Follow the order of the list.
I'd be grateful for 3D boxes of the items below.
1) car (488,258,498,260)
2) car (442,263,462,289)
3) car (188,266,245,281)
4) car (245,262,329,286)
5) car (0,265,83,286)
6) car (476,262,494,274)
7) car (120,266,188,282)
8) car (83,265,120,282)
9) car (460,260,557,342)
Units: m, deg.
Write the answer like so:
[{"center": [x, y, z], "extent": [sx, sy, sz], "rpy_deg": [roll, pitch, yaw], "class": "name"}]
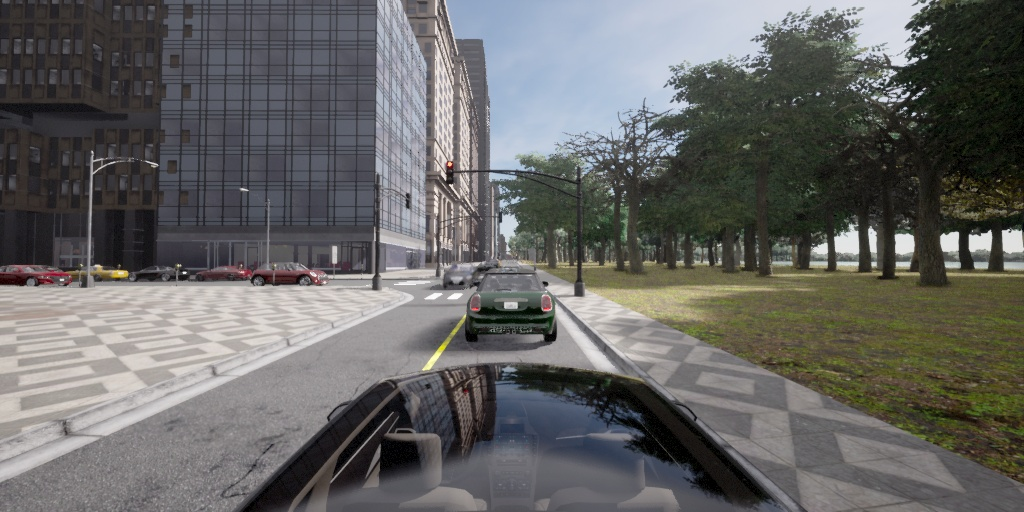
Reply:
[{"center": [-3.276, 1.253, 59.125], "extent": [2.097, 1.767, 4.553], "rpy_deg": [0, 0, 0], "class": "car"}, {"center": [-3.161, 1.215, 22.760], "extent": [2.128, 1.511, 4.902], "rpy_deg": [0, 0, 0], "class": "car"}, {"center": [-24.589, 1.494, 30.663], "extent": [4.207, 1.307, 1.802], "rpy_deg": [0, 0, 0], "class": "car"}, {"center": [-13.609, 1.120, 22.194], "extent": [4.097, 1.591, 1.967], "rpy_deg": [0, 0, -1], "class": "car"}, {"center": [-30.040, 1.235, 22.115], "extent": [4.507, 1.381, 1.888], "rpy_deg": [0, 0, 0], "class": "car"}, {"center": [-3.241, 1.440, 44.042], "extent": [1.895, 1.301, 4.718], "rpy_deg": [0, 0, 0], "class": "car"}, {"center": [-30.076, 1.481, 30.637], "extent": [4.313, 1.339, 1.948], "rpy_deg": [0, 0, 0], "class": "car"}, {"center": [-35.733, 1.444, 30.609], "extent": [4.829, 1.417, 1.751], "rpy_deg": [0, 0, 0], "class": "car"}, {"center": [-0.014, 1.108, 9.994], "extent": [2.097, 1.767, 4.553], "rpy_deg": [0, 0, 0], "class": "car"}]
